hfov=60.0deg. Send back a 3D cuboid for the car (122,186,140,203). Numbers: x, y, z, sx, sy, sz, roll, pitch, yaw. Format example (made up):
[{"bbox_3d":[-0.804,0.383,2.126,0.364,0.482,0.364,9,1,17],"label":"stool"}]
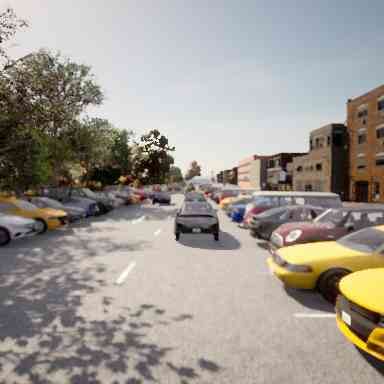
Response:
[{"bbox_3d":[-8.244,0.520,35.138,4.553,1.767,2.185,1,1,0],"label":"car"}]

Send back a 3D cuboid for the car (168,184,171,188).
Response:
[{"bbox_3d":[-8.018,-0.528,74.114,5.566,2.045,2.435,1,1,0],"label":"car"}]

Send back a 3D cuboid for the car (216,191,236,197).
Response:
[{"bbox_3d":[4.926,0.966,26.721,5.366,1.575,1.946,1,1,0],"label":"car"}]

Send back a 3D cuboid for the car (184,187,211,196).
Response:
[{"bbox_3d":[0.322,0.711,30.449,2.097,1.767,4.553,1,1,1],"label":"car"}]

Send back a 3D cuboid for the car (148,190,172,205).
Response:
[{"bbox_3d":[-3.322,0.772,37.053,1.895,1.301,4.718,1,1,0],"label":"car"}]

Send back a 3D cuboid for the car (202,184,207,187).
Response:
[{"bbox_3d":[4.995,0.006,57.324,5.566,2.045,2.435,1,1,0],"label":"car"}]

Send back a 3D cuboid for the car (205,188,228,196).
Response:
[{"bbox_3d":[5.043,0.031,68.461,4.674,1.452,2.002,1,1,0],"label":"car"}]

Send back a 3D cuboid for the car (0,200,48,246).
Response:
[{"bbox_3d":[-8.443,1.179,12.869,4.674,1.452,2.002,1,1,0],"label":"car"}]

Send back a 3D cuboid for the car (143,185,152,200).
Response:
[{"bbox_3d":[-8.206,0.266,40.706,5.566,2.045,2.435,1,1,0],"label":"car"}]

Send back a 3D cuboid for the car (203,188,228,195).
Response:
[{"bbox_3d":[5.272,-0.143,74.023,5.366,1.575,1.946,1,1,0],"label":"car"}]

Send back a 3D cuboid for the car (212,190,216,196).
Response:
[{"bbox_3d":[4.831,0.809,35.071,4.792,1.488,2.163,1,1,0],"label":"car"}]

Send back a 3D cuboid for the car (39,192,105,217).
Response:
[{"bbox_3d":[-8.408,0.986,21.220,4.792,1.488,2.163,1,1,0],"label":"car"}]

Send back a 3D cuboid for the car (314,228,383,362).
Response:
[{"bbox_3d":[4.583,1.451,4.461,5.008,1.535,2.097,1,1,0],"label":"car"}]

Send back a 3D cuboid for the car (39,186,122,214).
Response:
[{"bbox_3d":[-8.328,0.645,24.001,5.566,2.045,2.435,1,1,0],"label":"car"}]

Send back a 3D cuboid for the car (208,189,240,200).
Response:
[{"bbox_3d":[4.930,0.391,51.765,4.892,1.521,2.231,1,1,0],"label":"car"}]

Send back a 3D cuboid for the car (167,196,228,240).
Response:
[{"bbox_3d":[0.209,1.189,15.123,2.128,1.511,4.902,1,1,1],"label":"car"}]

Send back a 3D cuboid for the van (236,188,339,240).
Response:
[{"bbox_3d":[4.545,0.985,15.588,4.442,1.987,1.878,1,1,0],"label":"van"}]

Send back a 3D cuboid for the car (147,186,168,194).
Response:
[{"bbox_3d":[-7.939,-0.469,76.901,4.553,1.767,2.185,1,1,0],"label":"car"}]

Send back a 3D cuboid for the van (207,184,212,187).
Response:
[{"bbox_3d":[5.063,0.099,54.542,4.442,1.987,1.878,1,1,0],"label":"van"}]

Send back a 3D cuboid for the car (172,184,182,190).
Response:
[{"bbox_3d":[-2.906,-0.559,78.624,1.994,1.385,4.181,1,1,1],"label":"car"}]

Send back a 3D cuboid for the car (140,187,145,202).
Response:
[{"bbox_3d":[-8.262,0.581,37.926,5.008,1.535,2.097,1,1,0],"label":"car"}]

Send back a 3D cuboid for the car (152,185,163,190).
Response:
[{"bbox_3d":[-8.301,0.121,57.292,5.366,1.575,1.946,1,1,0],"label":"car"}]

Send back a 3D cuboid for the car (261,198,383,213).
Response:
[{"bbox_3d":[4.650,1.210,9.899,4.553,1.767,2.185,1,1,0],"label":"car"}]

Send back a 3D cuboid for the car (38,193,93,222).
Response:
[{"bbox_3d":[-8.406,1.018,18.437,4.892,1.521,2.231,1,1,0],"label":"car"}]

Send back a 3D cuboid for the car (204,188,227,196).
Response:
[{"bbox_3d":[5.037,-0.046,71.243,4.792,1.488,2.163,1,1,0],"label":"car"}]

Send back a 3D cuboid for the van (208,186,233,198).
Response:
[{"bbox_3d":[5.103,-0.031,59.982,4.442,1.987,1.878,1,1,0],"label":"van"}]

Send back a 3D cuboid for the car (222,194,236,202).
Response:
[{"bbox_3d":[4.705,1.091,21.157,5.008,1.535,2.097,1,1,0],"label":"car"}]

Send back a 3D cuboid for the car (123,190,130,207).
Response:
[{"bbox_3d":[-8.321,0.811,29.575,4.674,1.452,2.002,1,1,0],"label":"car"}]

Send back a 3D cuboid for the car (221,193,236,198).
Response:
[{"bbox_3d":[4.717,1.070,23.941,4.674,1.452,2.002,1,1,0],"label":"car"}]

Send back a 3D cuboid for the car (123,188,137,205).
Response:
[{"bbox_3d":[-8.292,0.708,32.358,5.008,1.535,2.097,1,1,0],"label":"car"}]

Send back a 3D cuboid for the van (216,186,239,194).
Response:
[{"bbox_3d":[4.900,0.619,32.219,4.442,1.987,1.878,1,1,0],"label":"van"}]

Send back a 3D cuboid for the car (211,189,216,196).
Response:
[{"bbox_3d":[4.839,0.691,40.636,4.674,1.452,2.002,1,1,0],"label":"car"}]

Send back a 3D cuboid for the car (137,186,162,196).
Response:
[{"bbox_3d":[-8.041,-0.136,62.980,4.553,1.767,2.185,1,1,0],"label":"car"}]

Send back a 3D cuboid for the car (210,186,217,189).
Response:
[{"bbox_3d":[4.895,0.462,43.414,4.553,1.767,2.185,1,1,0],"label":"car"}]

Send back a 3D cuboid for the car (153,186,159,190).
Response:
[{"bbox_3d":[-8.126,0.285,51.847,4.792,1.488,2.163,1,1,0],"label":"car"}]

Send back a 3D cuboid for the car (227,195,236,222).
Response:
[{"bbox_3d":[4.674,1.151,18.375,5.008,1.535,2.097,1,1,0],"label":"car"}]

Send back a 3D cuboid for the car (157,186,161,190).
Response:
[{"bbox_3d":[-8.140,0.189,54.632,5.008,1.535,2.097,1,1,0],"label":"car"}]

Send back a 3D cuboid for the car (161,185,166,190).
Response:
[{"bbox_3d":[-8.121,-0.192,60.069,5.566,2.045,2.435,1,1,0],"label":"car"}]

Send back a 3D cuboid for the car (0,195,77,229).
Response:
[{"bbox_3d":[-8.425,1.078,15.653,5.008,1.535,2.097,1,1,0],"label":"car"}]

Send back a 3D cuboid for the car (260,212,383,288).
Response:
[{"bbox_3d":[4.413,1.387,7.245,5.366,1.575,1.946,1,1,0],"label":"car"}]
